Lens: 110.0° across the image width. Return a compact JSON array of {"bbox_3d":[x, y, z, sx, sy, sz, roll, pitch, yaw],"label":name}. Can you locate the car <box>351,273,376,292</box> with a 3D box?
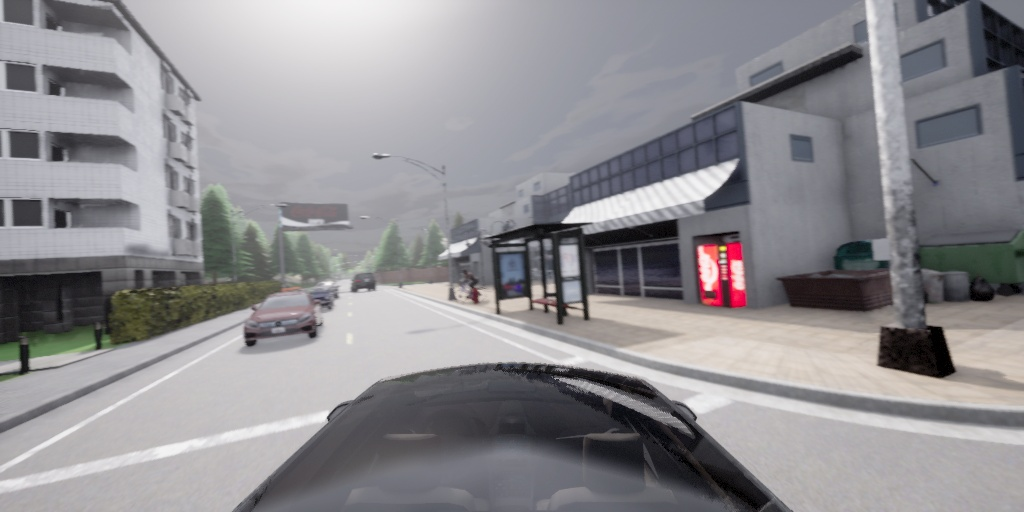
[{"bbox_3d":[-17.135,3.095,41.268,2.150,2.045,5.566,-3,-5,-30],"label":"car"}]

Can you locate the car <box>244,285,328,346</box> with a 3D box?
[{"bbox_3d":[-7.618,1.968,12.308,1.812,1.442,4.674,-4,-1,-25],"label":"car"}]

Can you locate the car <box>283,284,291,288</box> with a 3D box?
[{"bbox_3d":[-27.314,4.096,42.852,4.553,1.767,2.097,-3,-2,-29],"label":"car"}]

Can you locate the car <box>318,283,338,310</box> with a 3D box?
[{"bbox_3d":[-11.712,2.550,21.440,1.895,1.301,4.718,-4,-1,-24],"label":"car"}]

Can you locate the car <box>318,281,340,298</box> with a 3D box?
[{"bbox_3d":[-15.972,2.968,30.999,2.128,1.511,4.902,-4,-1,-24],"label":"car"}]

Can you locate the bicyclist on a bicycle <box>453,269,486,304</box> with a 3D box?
[{"bbox_3d":[-2.043,1.454,17.218,1.656,1.620,0.582,-3,-2,-24],"label":"bicyclist on a bicycle"}]
